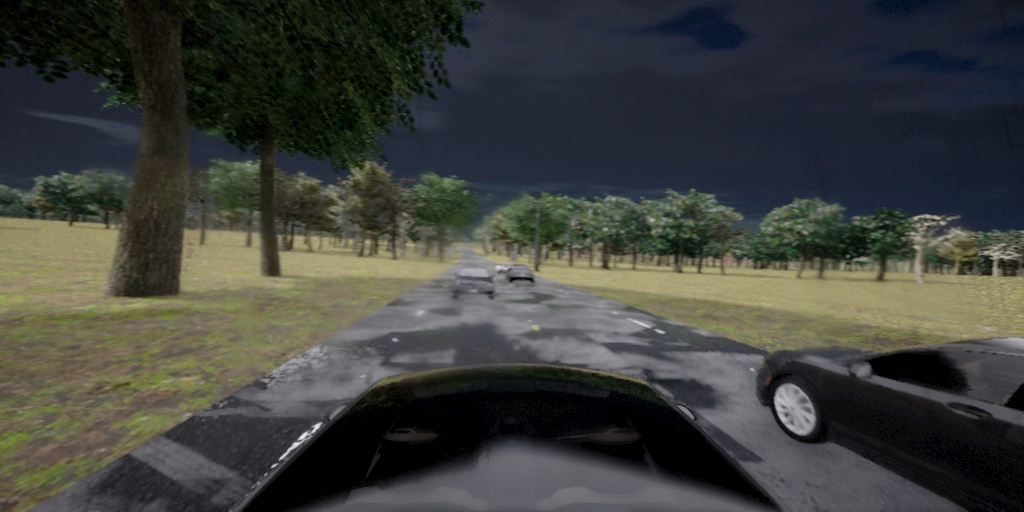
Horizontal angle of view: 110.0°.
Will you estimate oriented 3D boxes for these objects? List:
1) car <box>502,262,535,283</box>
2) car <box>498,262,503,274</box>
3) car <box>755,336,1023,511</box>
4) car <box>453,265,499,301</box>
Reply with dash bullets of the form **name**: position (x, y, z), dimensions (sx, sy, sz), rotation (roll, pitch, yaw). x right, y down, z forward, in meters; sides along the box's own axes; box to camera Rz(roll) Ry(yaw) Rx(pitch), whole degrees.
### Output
- **car**: position (0.566, 1.334, 28.410), dimensions (1.994, 1.385, 4.181), rotation (2, 0, -6)
- **car**: position (-0.743, 1.343, 39.988), dimensions (1.895, 1.301, 4.718), rotation (2, 0, -6)
- **car**: position (4.288, 1.404, 2.744), dimensions (1.837, 1.490, 4.892), rotation (2, 0, -6)
- **car**: position (-1.820, 1.208, 17.252), dimensions (1.812, 1.442, 4.674), rotation (2, 0, -6)
